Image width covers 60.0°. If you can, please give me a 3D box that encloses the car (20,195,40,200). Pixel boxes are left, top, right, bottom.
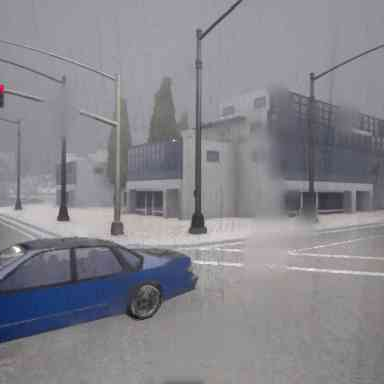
[{"bbox_3d":[-40.839,1.418,83.427,4.674,1.442,1.812,0,0,8],"label":"car"}]

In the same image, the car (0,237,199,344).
[{"bbox_3d":[-2.399,1.541,5.704,5.357,1.411,2.033,0,0,-37],"label":"car"}]
